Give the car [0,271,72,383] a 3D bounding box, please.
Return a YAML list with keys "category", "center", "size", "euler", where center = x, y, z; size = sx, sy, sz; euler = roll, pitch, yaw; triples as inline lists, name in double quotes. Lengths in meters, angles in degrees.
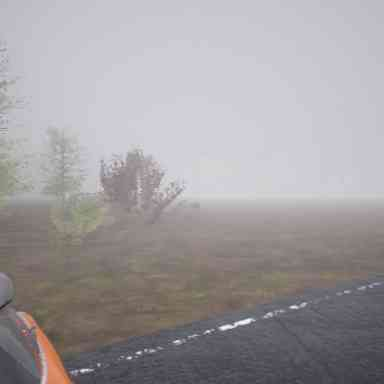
- category: "car"
  center: [-2.769, 1.350, 1.278]
  size: [4.553, 1.767, 2.097]
  euler: [0, 0, -35]
